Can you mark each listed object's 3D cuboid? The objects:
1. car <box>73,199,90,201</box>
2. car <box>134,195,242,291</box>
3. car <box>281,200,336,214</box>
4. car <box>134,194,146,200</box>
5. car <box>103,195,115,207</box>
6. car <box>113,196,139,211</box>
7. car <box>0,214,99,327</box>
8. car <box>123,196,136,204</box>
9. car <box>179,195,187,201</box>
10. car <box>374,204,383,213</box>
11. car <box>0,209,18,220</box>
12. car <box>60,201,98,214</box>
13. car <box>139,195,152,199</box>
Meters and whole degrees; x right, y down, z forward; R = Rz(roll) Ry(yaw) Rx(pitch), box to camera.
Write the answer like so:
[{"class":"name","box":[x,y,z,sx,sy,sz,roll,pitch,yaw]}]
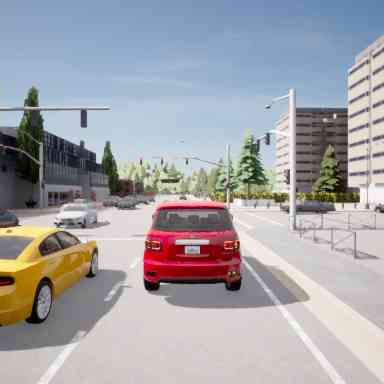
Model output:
[{"class":"car","box":[-12.483,1.525,36.990,1.812,1.442,4.674,0,0,15]},{"class":"car","box":[0.014,1.221,9.156,2.150,2.045,5.566,0,0,0]},{"class":"car","box":[12.075,1.547,34.627,5.357,1.411,2.033,0,0,-2]},{"class":"car","box":[-12.695,1.257,81.220,2.128,1.511,4.902,0,0,-2]},{"class":"car","box":[-11.918,1.351,49.900,2.097,1.767,4.553,0,0,-2]},{"class":"car","box":[-8.159,1.505,41.539,1.837,1.490,4.892,0,0,-2]},{"class":"car","box":[-3.480,1.478,7.167,1.882,1.535,5.008,0,0,0]},{"class":"car","box":[-12.286,1.506,65.480,1.837,1.490,4.892,0,0,-1]},{"class":"car","box":[-2.357,1.524,87.236,1.812,1.442,4.674,0,0,-2]},{"class":"car","box":[22.158,1.547,34.934,5.357,1.411,2.033,0,0,-2]},{"class":"car","box":[-10.838,1.564,17.423,1.994,1.385,4.181,0,0,-1]},{"class":"car","box":[-7.460,1.525,21.841,1.812,1.442,4.674,0,0,-2]},{"class":"car","box":[-8.629,1.506,58.084,1.837,1.490,4.892,0,0,-1]}]
